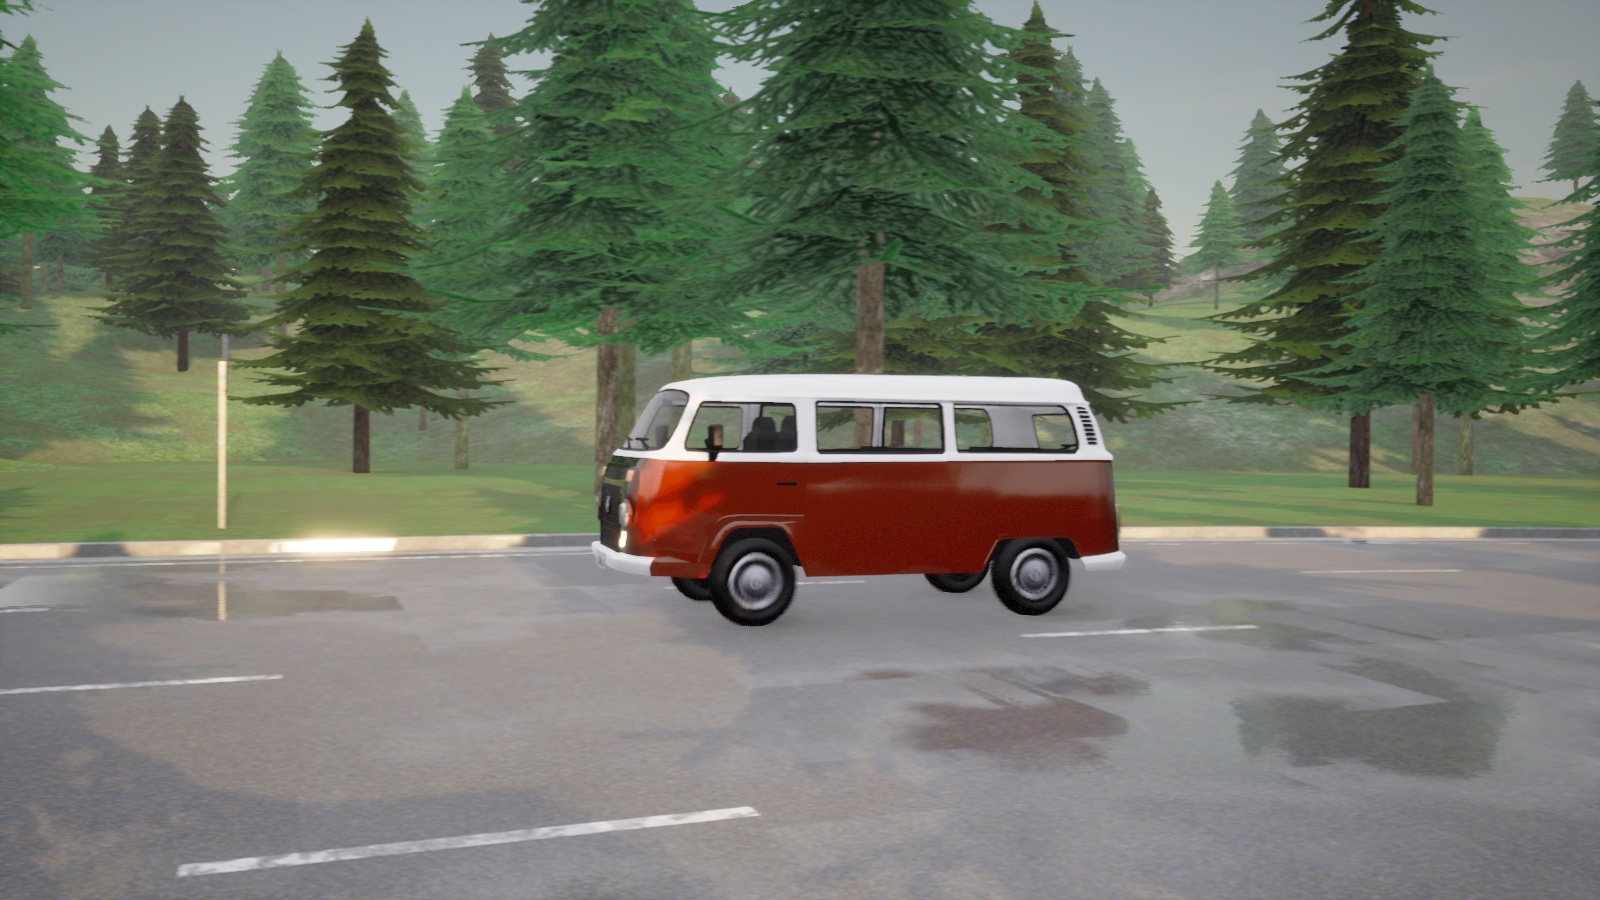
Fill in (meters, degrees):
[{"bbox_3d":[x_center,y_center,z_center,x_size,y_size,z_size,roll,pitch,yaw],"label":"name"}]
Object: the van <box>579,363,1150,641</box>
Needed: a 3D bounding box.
[{"bbox_3d":[0.499,0.343,10.900,4.480,2.038,2.069,-1,1,-19],"label":"van"}]
